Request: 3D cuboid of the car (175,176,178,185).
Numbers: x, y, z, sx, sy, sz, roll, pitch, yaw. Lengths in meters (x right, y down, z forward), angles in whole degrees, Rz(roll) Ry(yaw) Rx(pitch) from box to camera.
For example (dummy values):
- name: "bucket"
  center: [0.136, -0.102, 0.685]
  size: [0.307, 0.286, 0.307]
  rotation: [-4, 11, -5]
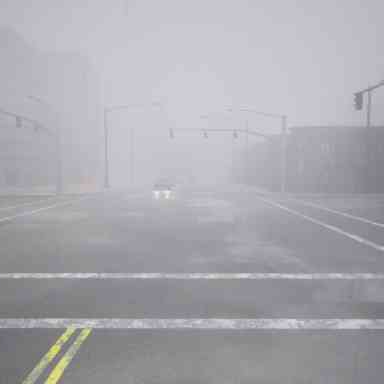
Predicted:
- name: "car"
  center: [-3.525, -1.675, 51.308]
  size: [1.837, 1.490, 4.892]
  rotation: [0, 4, 0]

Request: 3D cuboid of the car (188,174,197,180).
- name: "car"
  center: [0.108, -3.672, 80.699]
  size: [2.033, 1.411, 5.357]
  rotation: [0, 4, 0]

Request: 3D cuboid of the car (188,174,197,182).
- name: "car"
  center: [0.095, -2.950, 70.872]
  size: [1.994, 1.385, 4.181]
  rotation: [0, 4, 0]

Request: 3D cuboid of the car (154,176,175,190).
- name: "car"
  center: [-3.542, -0.950, 41.401]
  size: [1.994, 1.385, 4.181]
  rotation: [0, 4, 0]
